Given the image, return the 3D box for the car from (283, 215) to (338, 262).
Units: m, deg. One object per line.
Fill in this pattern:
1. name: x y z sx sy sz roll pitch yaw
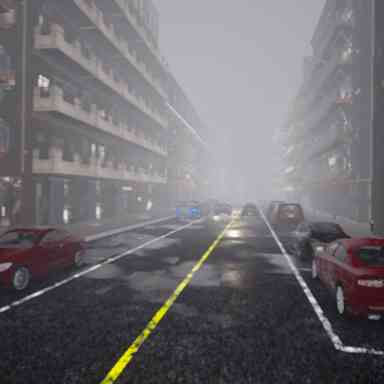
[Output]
1. car: 4.808 1.770 12.689 1.947 1.339 4.313 0 -1 10

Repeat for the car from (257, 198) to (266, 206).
1. car: 17.784 2.466 85.163 2.192 1.841 5.009 0 -1 10

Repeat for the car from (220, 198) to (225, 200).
1. car: 3.543 1.903 53.226 2.192 1.841 5.009 0 -1 10

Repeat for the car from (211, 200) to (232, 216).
1. car: 3.757 1.996 39.044 2.033 1.411 5.357 1 -1 10

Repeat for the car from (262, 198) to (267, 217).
1. car: 8.801 1.806 34.992 2.192 1.841 5.009 0 -1 10

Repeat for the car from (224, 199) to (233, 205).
1. car: 9.541 2.595 86.670 1.947 1.339 4.313 0 -1 10

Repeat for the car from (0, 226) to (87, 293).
1. car: -4.345 1.599 8.926 1.802 1.307 4.206 0 -1 10

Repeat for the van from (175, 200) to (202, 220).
1. van: -0.407 1.640 30.918 1.690 1.788 3.998 0 -1 10

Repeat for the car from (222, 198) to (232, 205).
1. car: 8.543 2.395 81.096 1.967 1.590 4.097 0 -1 10

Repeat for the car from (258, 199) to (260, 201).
1. car: 7.842 2.051 44.809 1.882 1.535 5.008 1 0 10

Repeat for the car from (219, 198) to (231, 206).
1. car: 7.546 2.196 75.524 2.192 1.841 5.009 0 -1 10

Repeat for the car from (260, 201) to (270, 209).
1. car: 13.821 2.383 63.029 1.752 1.417 4.829 0 -1 10

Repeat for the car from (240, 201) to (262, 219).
1. car: 6.031 1.966 34.429 1.812 1.442 4.674 1 -1 11

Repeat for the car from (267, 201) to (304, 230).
1. car: 6.804 1.662 23.841 2.192 1.841 5.009 0 -1 10

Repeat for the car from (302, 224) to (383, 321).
1. car: 3.870 1.683 7.452 1.887 1.381 4.507 0 -1 10

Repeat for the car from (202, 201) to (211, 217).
1. car: 0.590 1.953 36.490 1.802 1.307 4.206 0 -1 10

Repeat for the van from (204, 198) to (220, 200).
1. van: 2.573 1.856 47.646 1.690 1.788 3.998 0 -1 10

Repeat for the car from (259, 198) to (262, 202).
1. car: 12.793 2.222 57.289 1.967 1.590 4.097 0 -1 10

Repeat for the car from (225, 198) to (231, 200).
1. car: 6.547 2.359 69.946 2.008 1.369 4.403 0 -1 10
